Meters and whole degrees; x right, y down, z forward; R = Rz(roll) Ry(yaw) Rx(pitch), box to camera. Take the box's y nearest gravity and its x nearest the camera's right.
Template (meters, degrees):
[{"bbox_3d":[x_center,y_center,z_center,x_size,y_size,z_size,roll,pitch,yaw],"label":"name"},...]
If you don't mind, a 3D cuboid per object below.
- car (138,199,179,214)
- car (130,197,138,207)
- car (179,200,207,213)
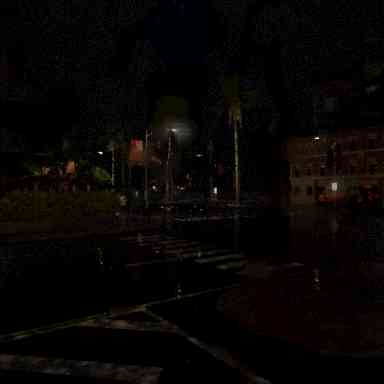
[{"bbox_3d":[-3.710,1.526,36.142,1.812,1.442,4.674,0,0,-35],"label":"car"},{"bbox_3d":[-9.234,1.525,50.085,1.812,1.442,4.674,0,0,-35],"label":"car"},{"bbox_3d":[-0.321,1.601,37.410,1.895,1.301,4.718,0,0,-35],"label":"car"}]
